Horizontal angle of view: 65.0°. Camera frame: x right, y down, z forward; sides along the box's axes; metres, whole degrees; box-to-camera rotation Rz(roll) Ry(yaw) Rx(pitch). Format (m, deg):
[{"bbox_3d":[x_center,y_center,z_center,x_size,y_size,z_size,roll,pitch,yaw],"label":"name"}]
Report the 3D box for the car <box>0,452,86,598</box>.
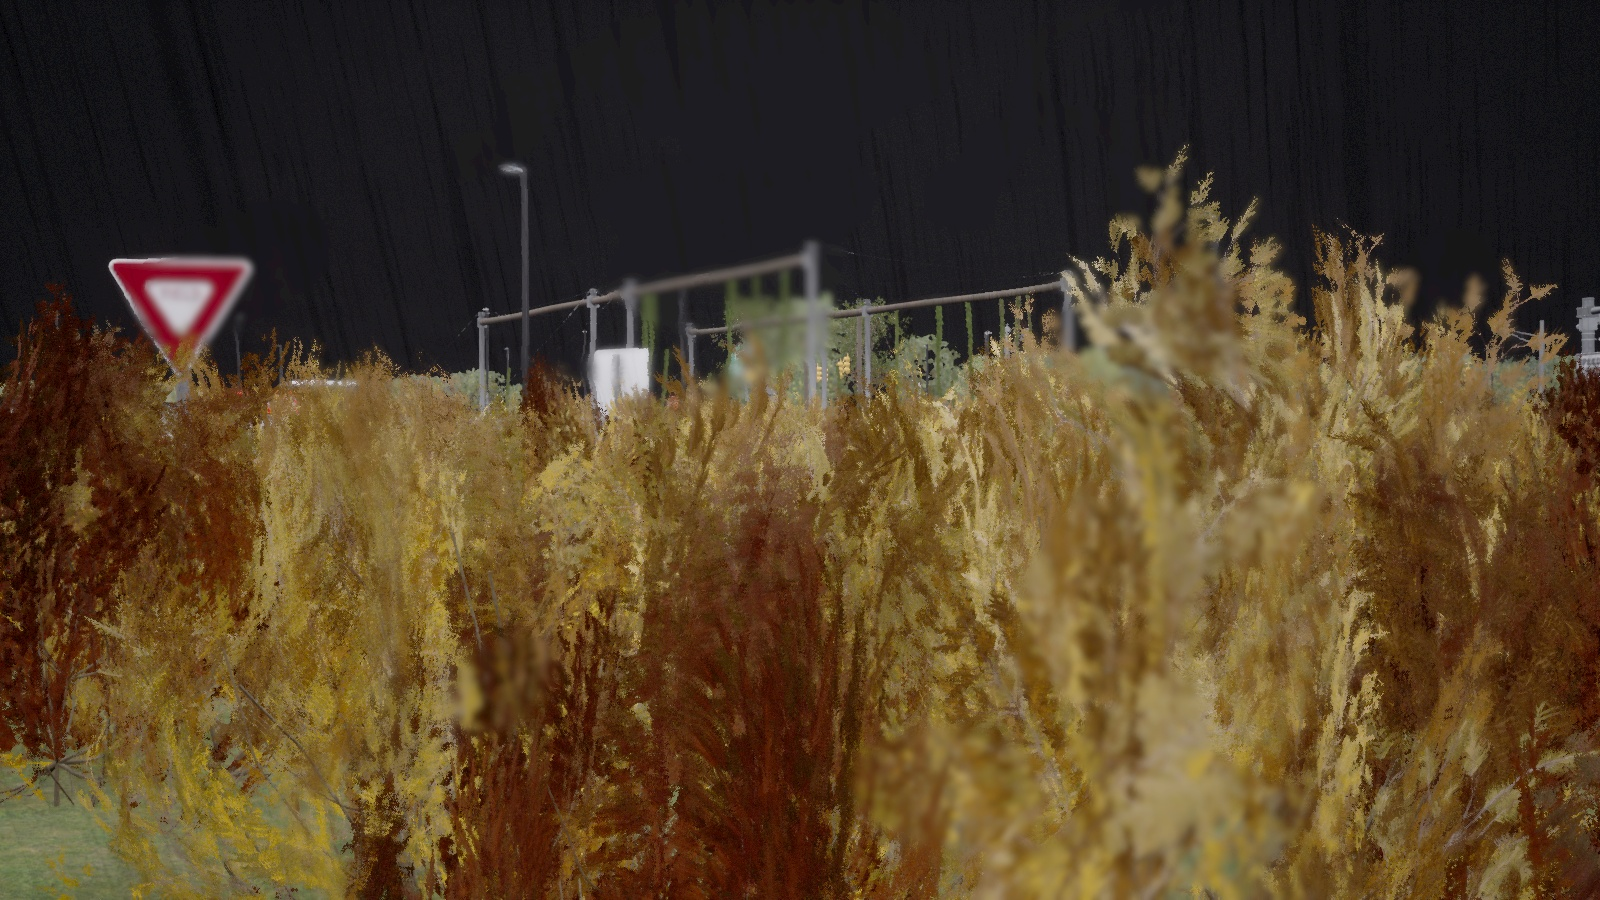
[{"bbox_3d":[-10.417,0.753,13.385,4.674,1.442,1.812,0,2,6],"label":"car"}]
